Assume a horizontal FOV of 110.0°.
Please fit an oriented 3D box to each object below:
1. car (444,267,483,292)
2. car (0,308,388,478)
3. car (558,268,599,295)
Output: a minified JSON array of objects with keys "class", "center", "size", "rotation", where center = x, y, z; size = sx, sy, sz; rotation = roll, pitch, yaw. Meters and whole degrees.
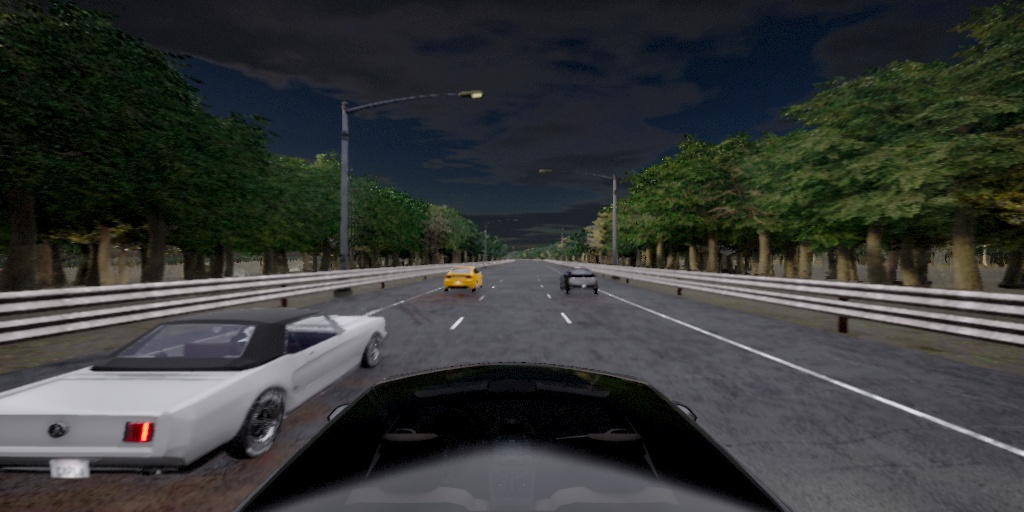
[{"class":"car","center":[-3.033,1.419,23.102],"size":[1.882,1.535,5.008],"rotation":[0,-1,2]},{"class":"car","center":[-3.382,1.373,4.980],"size":[1.895,1.301,4.718],"rotation":[0,-1,0]},{"class":"car","center":[3.926,1.436,21.675],"size":[2.128,1.511,4.902],"rotation":[0,-1,2]}]
